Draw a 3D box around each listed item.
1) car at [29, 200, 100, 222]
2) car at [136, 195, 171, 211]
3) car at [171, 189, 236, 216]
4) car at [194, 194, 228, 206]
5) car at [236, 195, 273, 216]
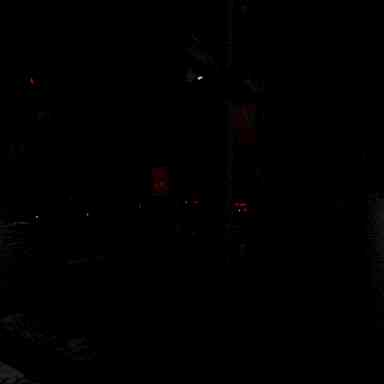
[{"bbox_3d":[-9.096,1.303,24.022,1.895,1.301,4.718,0,1,35],"label":"car"},{"bbox_3d":[-3.356,1.017,32.261,2.128,1.511,4.902,0,1,35],"label":"car"},{"bbox_3d":[1.096,0.792,26.933,2.150,2.045,5.566,0,1,35],"label":"car"},{"bbox_3d":[2.373,0.955,40.476,1.895,1.301,4.718,0,1,35],"label":"car"},{"bbox_3d":[4.889,1.046,26.695,1.837,1.490,4.892,0,2,35],"label":"car"}]
